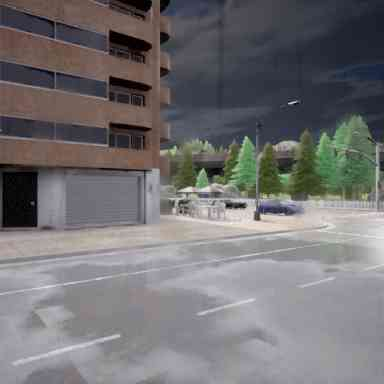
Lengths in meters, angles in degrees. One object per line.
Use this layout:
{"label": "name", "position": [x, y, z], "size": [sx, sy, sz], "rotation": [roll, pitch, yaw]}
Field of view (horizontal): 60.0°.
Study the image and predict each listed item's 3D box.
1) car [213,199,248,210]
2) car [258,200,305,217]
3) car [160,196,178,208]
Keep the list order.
{"label": "car", "position": [4.783, 1.545, 41.826], "size": [1.895, 1.301, 4.718], "rotation": [0, 0, -37]}
{"label": "car", "position": [8.275, 1.470, 31.065], "size": [1.812, 1.442, 4.674], "rotation": [0, 0, -36]}
{"label": "car", "position": [-4.169, 1.297, 46.961], "size": [4.553, 1.767, 2.097], "rotation": [0, 0, 40]}
